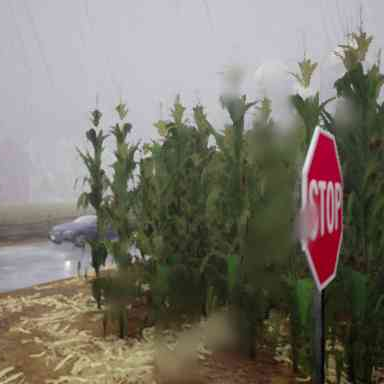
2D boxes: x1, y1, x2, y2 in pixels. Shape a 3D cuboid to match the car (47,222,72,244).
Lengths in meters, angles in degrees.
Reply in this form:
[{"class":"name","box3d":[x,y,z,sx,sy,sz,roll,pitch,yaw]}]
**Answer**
[{"class":"car","box3d":[-4.809,1.766,16.632,1.812,1.442,4.674,0,-1,35]}]
